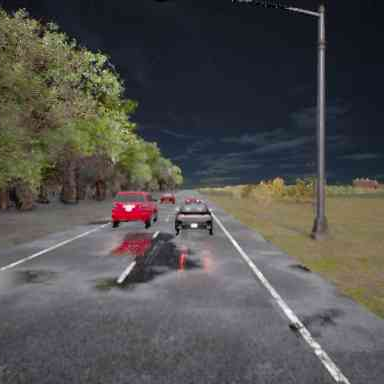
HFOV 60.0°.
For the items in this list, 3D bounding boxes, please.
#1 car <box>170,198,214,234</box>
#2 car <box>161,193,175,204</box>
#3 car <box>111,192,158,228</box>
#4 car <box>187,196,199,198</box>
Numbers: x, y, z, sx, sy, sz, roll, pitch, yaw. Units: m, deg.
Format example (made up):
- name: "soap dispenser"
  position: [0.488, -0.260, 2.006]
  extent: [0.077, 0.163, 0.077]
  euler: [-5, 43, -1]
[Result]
- name: "car"
  position: [0.103, 1.289, 17.523]
  extent: [2.128, 1.511, 4.902]
  euler: [0, 1, 0]
- name: "car"
  position: [-3.396, 0.918, 48.166]
  extent: [1.882, 1.535, 5.008]
  euler: [0, 1, 0]
- name: "car"
  position: [-3.397, 0.985, 20.523]
  extent: [2.150, 2.045, 5.566]
  euler: [0, 1, 0]
- name: "car"
  position: [0.103, 1.102, 43.028]
  extent: [1.895, 1.301, 4.718]
  euler: [0, 1, 0]
